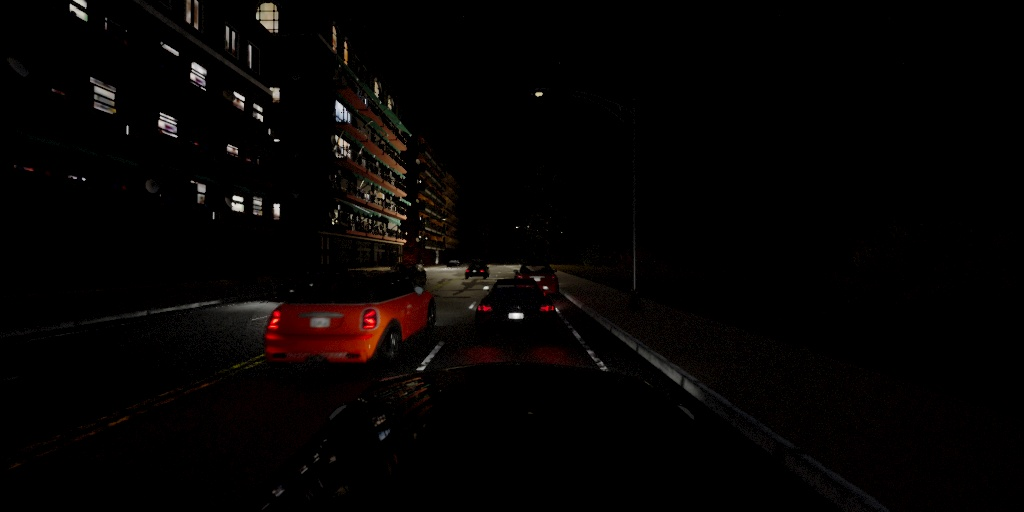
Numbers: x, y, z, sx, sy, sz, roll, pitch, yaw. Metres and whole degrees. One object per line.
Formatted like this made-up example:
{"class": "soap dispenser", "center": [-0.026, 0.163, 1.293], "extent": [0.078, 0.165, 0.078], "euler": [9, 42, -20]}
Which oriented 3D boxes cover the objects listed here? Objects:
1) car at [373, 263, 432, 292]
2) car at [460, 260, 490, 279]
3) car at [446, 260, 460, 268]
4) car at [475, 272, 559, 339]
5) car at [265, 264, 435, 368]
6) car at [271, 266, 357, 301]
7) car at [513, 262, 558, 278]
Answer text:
{"class": "car", "center": [-6.567, 1.245, 22.186], "extent": [2.128, 1.511, 4.902], "euler": [0, 0, 0]}
{"class": "car", "center": [-3.090, 1.302, 32.378], "extent": [2.033, 1.411, 5.357], "euler": [0, 0, 0]}
{"class": "car", "center": [-9.735, 1.355, 59.744], "extent": [1.895, 1.301, 4.718], "euler": [0, 0, 0]}
{"class": "car", "center": [0.108, 1.316, 10.064], "extent": [1.994, 1.385, 4.181], "euler": [0, 0, 1]}
{"class": "car", "center": [-3.142, 1.105, 8.008], "extent": [2.097, 1.767, 4.553], "euler": [0, 0, 0]}
{"class": "car", "center": [-9.822, 1.279, 18.305], "extent": [1.812, 1.442, 4.674], "euler": [0, 0, 0]}
{"class": "car", "center": [1.165, 1.104, 18.643], "extent": [2.097, 1.767, 4.553], "euler": [0, 0, 0]}
